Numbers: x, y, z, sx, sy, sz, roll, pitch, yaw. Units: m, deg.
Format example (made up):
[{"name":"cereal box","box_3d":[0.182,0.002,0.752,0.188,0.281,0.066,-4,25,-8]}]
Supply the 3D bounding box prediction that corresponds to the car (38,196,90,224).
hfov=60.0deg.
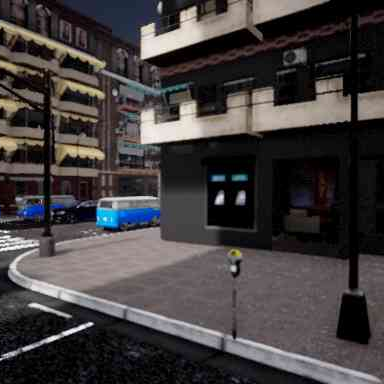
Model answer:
[{"name":"car","box_3d":[-7.625,1.281,23.128,2.128,1.511,4.902,0,1,35]}]

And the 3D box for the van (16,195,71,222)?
[{"name":"van","box_3d":[-10.324,1.136,23.765,1.690,1.788,3.998,1,2,35]}]

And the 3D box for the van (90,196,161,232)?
[{"name":"van","box_3d":[-3.488,1.167,18.918,1.690,1.788,3.998,1,1,35]}]

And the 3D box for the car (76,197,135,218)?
[{"name":"car","box_3d":[-7.199,1.245,28.210,1.752,1.417,4.829,1,2,35]}]
